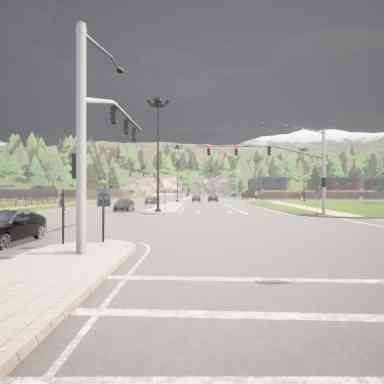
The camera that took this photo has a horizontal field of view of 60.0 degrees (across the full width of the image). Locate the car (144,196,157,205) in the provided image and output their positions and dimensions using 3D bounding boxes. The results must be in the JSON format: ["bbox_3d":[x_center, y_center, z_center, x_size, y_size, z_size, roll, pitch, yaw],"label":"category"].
[{"bbox_3d":[-7.324,1.492,59.183,2.128,1.511,4.902,0,0,1],"label":"car"}]

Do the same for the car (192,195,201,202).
[{"bbox_3d":[0.877,1.358,69.806,2.128,1.511,4.902,0,0,1],"label":"car"}]

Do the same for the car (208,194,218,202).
[{"bbox_3d":[4.376,1.188,69.730,2.097,1.767,4.553,0,0,1],"label":"car"}]

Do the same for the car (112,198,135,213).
[{"bbox_3d":[-7.669,1.504,37.666,1.837,1.490,4.892,0,0,1],"label":"car"}]

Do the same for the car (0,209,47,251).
[{"bbox_3d":[-7.993,1.491,14.221,2.128,1.511,4.902,0,0,1],"label":"car"}]
